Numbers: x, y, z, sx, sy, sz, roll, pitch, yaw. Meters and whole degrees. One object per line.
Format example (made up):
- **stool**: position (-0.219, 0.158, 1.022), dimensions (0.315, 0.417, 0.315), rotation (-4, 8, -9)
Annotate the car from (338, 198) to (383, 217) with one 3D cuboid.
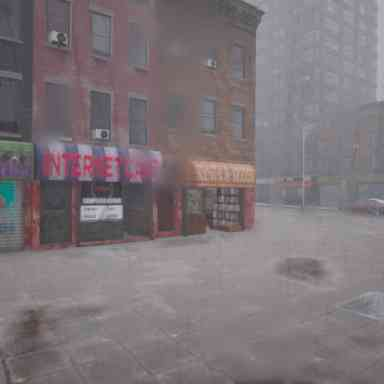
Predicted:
- **car**: position (14.976, 1.280, 28.617), dimensions (1.812, 1.442, 4.674), rotation (1, 1, -35)
